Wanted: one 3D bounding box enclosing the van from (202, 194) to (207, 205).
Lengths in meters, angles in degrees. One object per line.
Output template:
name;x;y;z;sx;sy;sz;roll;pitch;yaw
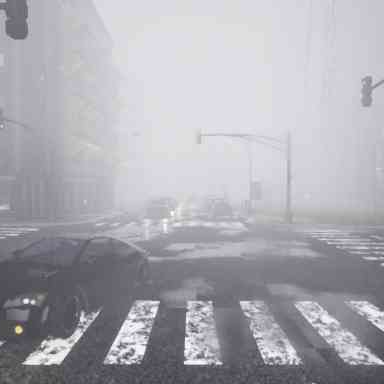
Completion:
van;2.656;1.295;46.946;1.690;1.788;3.998;-1;0;0

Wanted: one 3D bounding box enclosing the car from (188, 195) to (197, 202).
car;0.037;1.411;71.114;1.837;1.490;4.892;0;0;0

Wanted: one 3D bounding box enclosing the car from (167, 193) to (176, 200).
car;-5.679;1.173;92.085;2.192;1.841;5.009;-1;0;0

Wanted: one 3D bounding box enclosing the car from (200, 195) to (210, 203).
car;2.669;1.353;69.529;1.967;1.590;4.097;-1;0;0

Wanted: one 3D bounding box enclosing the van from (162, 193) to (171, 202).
van;-5.684;1.242;75.146;1.690;1.788;3.998;-1;0;0

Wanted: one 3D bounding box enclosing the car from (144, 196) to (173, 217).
car;-3.087;1.453;31.238;1.882;1.535;5.008;0;0;0

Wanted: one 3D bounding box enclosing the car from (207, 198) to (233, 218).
car;2.655;1.522;30.009;1.887;1.381;4.507;-1;0;0

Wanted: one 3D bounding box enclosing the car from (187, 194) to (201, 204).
car;0.120;1.282;61.417;2.097;1.767;4.553;0;0;0

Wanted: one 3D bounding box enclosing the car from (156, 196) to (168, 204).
car;-5.684;1.470;63.852;1.887;1.381;4.507;-1;0;0

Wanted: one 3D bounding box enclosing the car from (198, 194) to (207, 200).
car;2.704;1.313;86.467;1.967;1.590;4.097;-1;0;0

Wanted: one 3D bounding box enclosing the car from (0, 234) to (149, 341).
car;-2.465;1.561;6.618;1.994;1.385;4.181;0;0;17

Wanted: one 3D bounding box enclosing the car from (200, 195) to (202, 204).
car;2.660;1.490;52.592;1.887;1.381;4.507;-1;0;0

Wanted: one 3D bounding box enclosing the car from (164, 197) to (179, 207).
car;-3.065;1.512;50.517;1.994;1.385;4.181;0;0;0

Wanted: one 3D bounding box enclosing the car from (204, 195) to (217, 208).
car;2.654;1.410;35.654;1.967;1.590;4.097;-1;0;0

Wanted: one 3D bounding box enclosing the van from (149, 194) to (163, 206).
van;-5.690;1.286;52.561;1.690;1.788;3.998;-1;0;0

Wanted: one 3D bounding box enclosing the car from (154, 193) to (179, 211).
car;-3.079;1.315;40.552;2.097;1.767;4.553;0;0;0
